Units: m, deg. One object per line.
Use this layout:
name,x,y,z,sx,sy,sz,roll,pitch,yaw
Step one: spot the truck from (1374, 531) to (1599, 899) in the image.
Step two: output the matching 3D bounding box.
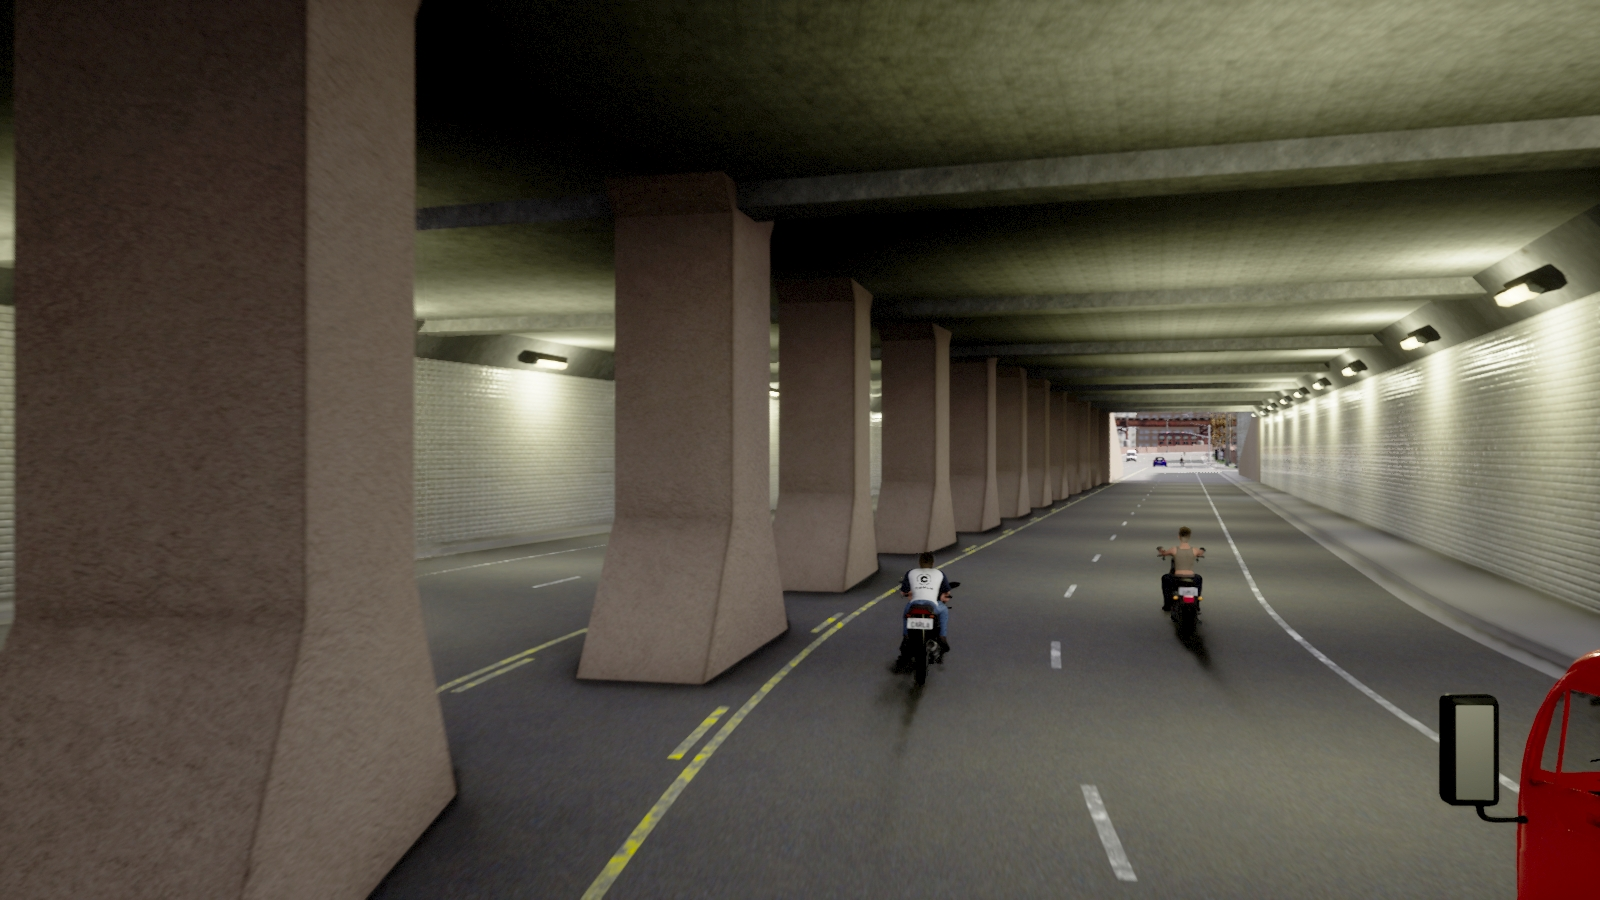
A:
truck,3.593,1.569,2.108,2.627,2.467,5.204,0,0,3

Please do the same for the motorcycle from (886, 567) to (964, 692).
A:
motorcycle,1.582,2.175,14.218,0.803,1.224,2.033,0,0,11
